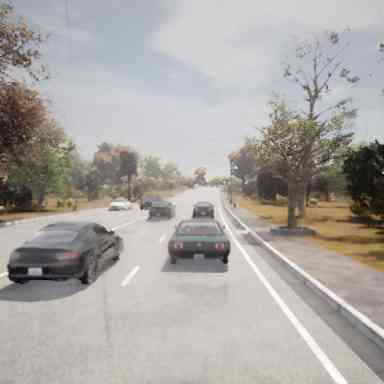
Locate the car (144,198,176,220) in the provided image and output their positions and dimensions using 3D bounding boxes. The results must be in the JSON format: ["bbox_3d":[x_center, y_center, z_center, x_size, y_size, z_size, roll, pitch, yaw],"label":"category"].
[{"bbox_3d":[-2.516,1.538,28.686,1.837,1.490,4.892,0,0,3],"label":"car"}]

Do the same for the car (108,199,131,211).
[{"bbox_3d":[-8.904,1.570,41.316,1.812,1.442,4.674,0,0,4],"label":"car"}]

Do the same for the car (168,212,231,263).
[{"bbox_3d":[0.278,1.616,11.996,1.895,1.301,4.718,0,0,2],"label":"car"}]

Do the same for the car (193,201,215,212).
[{"bbox_3d":[1.030,1.562,29.455,1.812,1.442,4.674,0,0,3],"label":"car"}]

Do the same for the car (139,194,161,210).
[{"bbox_3d":[-5.261,1.269,43.161,2.150,2.045,5.566,0,0,4],"label":"car"}]

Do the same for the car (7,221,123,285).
[{"bbox_3d":[-3.297,1.535,9.425,1.812,1.442,4.674,0,0,2],"label":"car"}]
